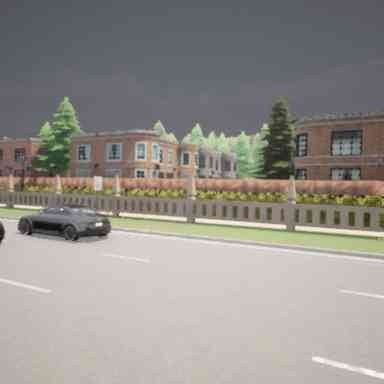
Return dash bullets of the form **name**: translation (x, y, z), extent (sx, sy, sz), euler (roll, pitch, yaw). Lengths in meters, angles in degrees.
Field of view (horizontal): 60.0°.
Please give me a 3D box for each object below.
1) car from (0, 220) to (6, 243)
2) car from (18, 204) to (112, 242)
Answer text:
- **car**: translation (-8.829, 1.173, 12.176), extent (4.181, 1.385, 1.994), euler (2, 1, 28)
- **car**: translation (-5.502, 1.219, 14.360), extent (4.181, 1.385, 1.994), euler (2, 1, 28)
